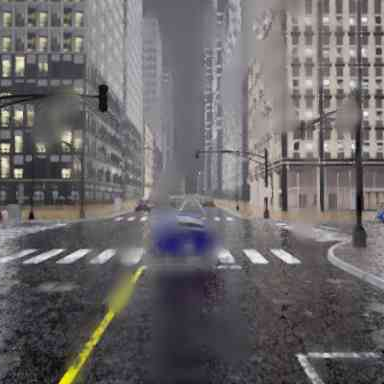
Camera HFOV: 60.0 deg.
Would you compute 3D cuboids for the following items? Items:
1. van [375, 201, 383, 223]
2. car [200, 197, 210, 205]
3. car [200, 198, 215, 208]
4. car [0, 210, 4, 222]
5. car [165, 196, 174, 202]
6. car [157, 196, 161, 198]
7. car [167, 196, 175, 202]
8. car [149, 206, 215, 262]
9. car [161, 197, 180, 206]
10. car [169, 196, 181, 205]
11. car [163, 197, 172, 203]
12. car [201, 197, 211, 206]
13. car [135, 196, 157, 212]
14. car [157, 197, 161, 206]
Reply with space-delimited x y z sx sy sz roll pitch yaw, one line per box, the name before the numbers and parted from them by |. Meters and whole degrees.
van | 15.953 1.541 24.812 3.998 1.788 1.690 0 -1 0
car | 2.618 1.807 68.231 1.947 1.339 4.313 1 0 0
car | 2.639 1.764 51.499 1.802 1.307 4.206 1 0 0
car | -16.522 1.586 24.843 4.097 1.590 1.967 0 -1 0
car | -5.783 1.851 84.877 2.008 1.369 4.403 1 0 0
car | -5.736 1.497 51.427 2.192 1.841 5.009 1 0 0
car | -5.790 1.865 90.452 1.887 1.381 4.507 1 0 0
car | -0.475 1.522 12.475 1.882 1.535 5.008 0 0 -9
car | -3.146 1.771 48.262 1.895 1.301 4.718 0 0 0
car | -3.089 1.775 64.417 2.033 1.411 5.357 0 0 0
car | -5.776 1.825 79.302 1.887 1.381 4.507 1 0 0
car | 2.626 1.747 62.824 1.752 1.417 4.829 1 0 0
car | -5.724 1.582 40.276 1.967 1.590 4.097 1 0 0
car | -5.734 1.744 45.851 1.802 1.307 4.206 1 0 0
